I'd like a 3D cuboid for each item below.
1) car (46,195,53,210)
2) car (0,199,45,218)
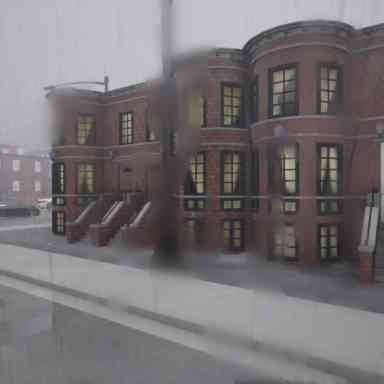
[{"bbox_3d":[-14.981,1.496,41.425,1.882,1.535,5.008,0,0,36],"label":"car"},{"bbox_3d":[-15.509,1.366,28.481,2.097,1.767,4.553,0,0,37],"label":"car"}]
